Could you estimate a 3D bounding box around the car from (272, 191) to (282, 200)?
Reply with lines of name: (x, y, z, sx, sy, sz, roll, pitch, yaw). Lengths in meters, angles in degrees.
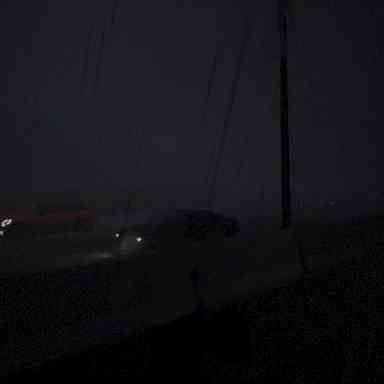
car: (14.587, 0.536, 55.848, 2.033, 1.411, 5.357, -1, 1, 7)

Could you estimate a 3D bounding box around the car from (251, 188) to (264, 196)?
car: (11.107, 0.005, 56.315, 2.097, 1.767, 4.553, -1, 1, 7)

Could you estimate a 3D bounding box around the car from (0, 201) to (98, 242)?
car: (-7.244, 1.296, 16.415, 4.553, 1.767, 2.097, -2, 1, -41)

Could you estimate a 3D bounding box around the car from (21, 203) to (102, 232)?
car: (-7.946, 1.471, 20.431, 4.181, 1.385, 1.994, -2, 1, -42)

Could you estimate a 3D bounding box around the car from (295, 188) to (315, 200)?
car: (17.539, 0.438, 52.761, 2.128, 1.511, 4.902, -1, 1, 11)

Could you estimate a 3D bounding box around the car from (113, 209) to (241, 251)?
car: (-0.329, 1.388, 13.077, 5.357, 1.411, 2.033, -2, 1, -43)

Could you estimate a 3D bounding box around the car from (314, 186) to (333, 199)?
car: (21.506, 0.044, 54.855, 2.150, 2.045, 5.566, -1, 1, 7)
